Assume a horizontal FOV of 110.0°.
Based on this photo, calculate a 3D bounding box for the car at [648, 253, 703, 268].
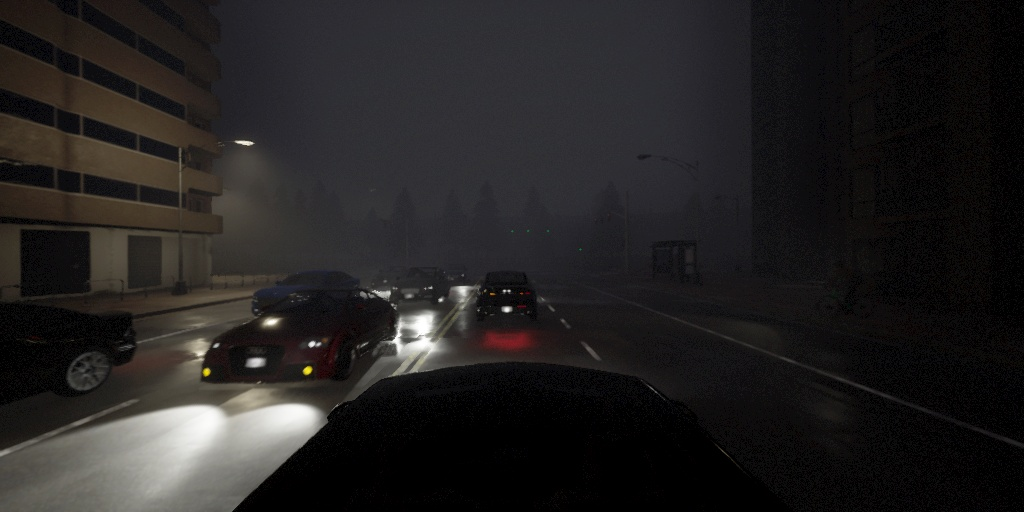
[{"bbox_3d":[18.119,0.691,39.915,5.566,2.045,2.150,0,0,0],"label":"car"}]

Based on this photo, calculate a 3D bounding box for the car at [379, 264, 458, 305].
[{"bbox_3d":[-3.946,1.245,16.040,2.128,1.511,4.902,0,0,-2],"label":"car"}]

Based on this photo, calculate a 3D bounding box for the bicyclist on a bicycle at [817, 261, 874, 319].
[{"bbox_3d":[9.340,0.958,10.038,1.656,1.620,0.582,-1,0,-2],"label":"bicyclist on a bicycle"}]

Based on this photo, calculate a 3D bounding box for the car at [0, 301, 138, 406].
[{"bbox_3d":[-7.115,1.282,3.828,1.882,1.535,5.008,0,0,-3],"label":"car"}]

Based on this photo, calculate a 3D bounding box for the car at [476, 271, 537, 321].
[{"bbox_3d":[-0.190,1.235,12.408,1.837,1.490,4.892,0,0,-1],"label":"car"}]

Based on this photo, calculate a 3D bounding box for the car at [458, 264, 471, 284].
[{"bbox_3d":[-4.152,1.298,26.671,1.812,1.442,4.674,0,0,-2],"label":"car"}]

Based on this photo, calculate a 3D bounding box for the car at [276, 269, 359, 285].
[{"bbox_3d":[-7.369,1.265,13.406,1.882,1.535,5.008,0,0,-1],"label":"car"}]

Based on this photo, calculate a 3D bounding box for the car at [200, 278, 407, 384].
[{"bbox_3d":[-3.707,1.334,7.110,1.994,1.385,4.181,0,0,-2],"label":"car"}]

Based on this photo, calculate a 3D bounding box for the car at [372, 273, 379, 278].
[{"bbox_3d":[-7.610,1.333,23.418,1.994,1.385,4.181,0,0,-1],"label":"car"}]
